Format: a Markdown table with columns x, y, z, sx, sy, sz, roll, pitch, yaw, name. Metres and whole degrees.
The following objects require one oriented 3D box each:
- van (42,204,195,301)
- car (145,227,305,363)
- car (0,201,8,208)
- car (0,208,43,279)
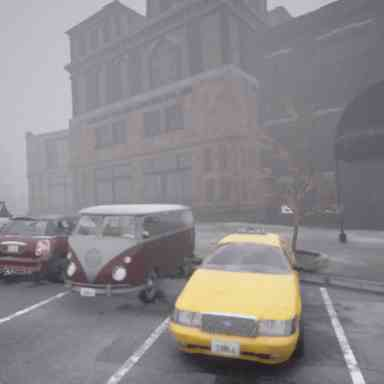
| x | y | z | sx | sy | sz | roll | pitch | yaw | name |
| --- | --- | --- | --- | --- | --- | --- | --- | --- | --- |
| -1.302 | 1.294 | 8.235 | 1.878 | 1.987 | 4.442 | 0 | -1 | 16 | van |
| 1.113 | 1.502 | 6.425 | 1.946 | 1.575 | 5.366 | 0 | -1 | 16 | car |
| -10.997 | 1.395 | 15.311 | 2.435 | 2.045 | 5.566 | 0 | -1 | 16 | car |
| -3.721 | 1.418 | 10.063 | 2.185 | 1.767 | 4.553 | 0 | -1 | 16 | car |
